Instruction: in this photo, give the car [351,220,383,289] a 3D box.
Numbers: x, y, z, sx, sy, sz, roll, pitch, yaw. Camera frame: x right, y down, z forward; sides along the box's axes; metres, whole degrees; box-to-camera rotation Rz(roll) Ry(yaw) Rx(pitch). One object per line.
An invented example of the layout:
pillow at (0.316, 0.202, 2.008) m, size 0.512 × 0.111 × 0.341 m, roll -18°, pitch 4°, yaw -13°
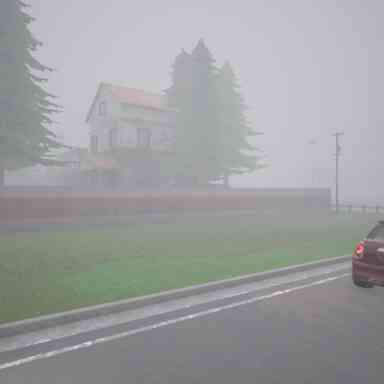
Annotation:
car at (5.844, 1.352, 7.929) m, size 4.553 × 1.767 × 2.097 m, roll 0°, pitch 0°, yaw -35°
